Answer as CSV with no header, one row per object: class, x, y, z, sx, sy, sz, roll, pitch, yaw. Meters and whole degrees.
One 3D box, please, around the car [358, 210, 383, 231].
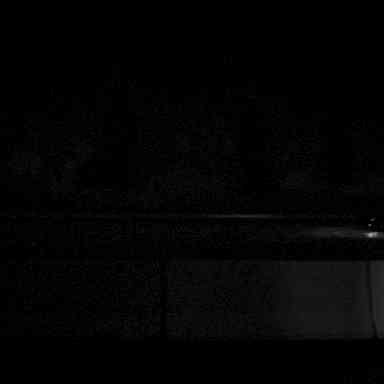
car,14.050,1.818,22.912,5.008,1.535,1.882,0,-1,-4
